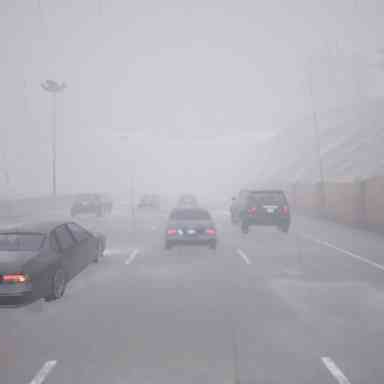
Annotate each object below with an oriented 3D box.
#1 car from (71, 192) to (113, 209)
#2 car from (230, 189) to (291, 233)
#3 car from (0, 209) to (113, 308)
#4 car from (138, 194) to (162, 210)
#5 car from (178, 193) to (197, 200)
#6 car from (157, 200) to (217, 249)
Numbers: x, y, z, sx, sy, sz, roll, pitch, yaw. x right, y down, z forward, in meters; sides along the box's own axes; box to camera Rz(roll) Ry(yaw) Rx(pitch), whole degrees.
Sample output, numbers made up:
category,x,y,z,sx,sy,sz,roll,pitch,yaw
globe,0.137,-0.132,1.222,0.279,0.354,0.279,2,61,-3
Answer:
category,x,y,z,sx,sy,sz,roll,pitch,yaw
car,-7.298,0.805,24.665,2.097,1.767,4.553,0,1,-1
car,3.349,0.839,17.101,2.150,2.045,5.566,0,1,-1
car,-3.486,1.373,7.785,2.033,1.411,5.357,0,1,-1
car,-3.924,0.855,31.190,2.033,1.411,5.357,0,1,-1
car,-0.494,0.789,34.893,1.994,1.385,4.181,0,1,-1
car,-0.075,1.256,13.047,2.033,1.411,5.357,0,1,-1
